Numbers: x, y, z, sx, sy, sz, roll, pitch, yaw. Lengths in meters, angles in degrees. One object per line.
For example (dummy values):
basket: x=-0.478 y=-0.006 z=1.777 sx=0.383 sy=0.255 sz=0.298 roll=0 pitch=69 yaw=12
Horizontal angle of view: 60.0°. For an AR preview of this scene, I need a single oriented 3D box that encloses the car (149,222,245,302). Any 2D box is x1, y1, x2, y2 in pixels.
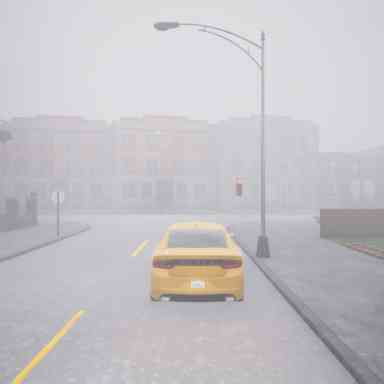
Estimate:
car: x=0.107 y=1.478 z=8.334 sx=1.882 sy=1.535 sz=5.008 roll=0 pitch=0 yaw=0
